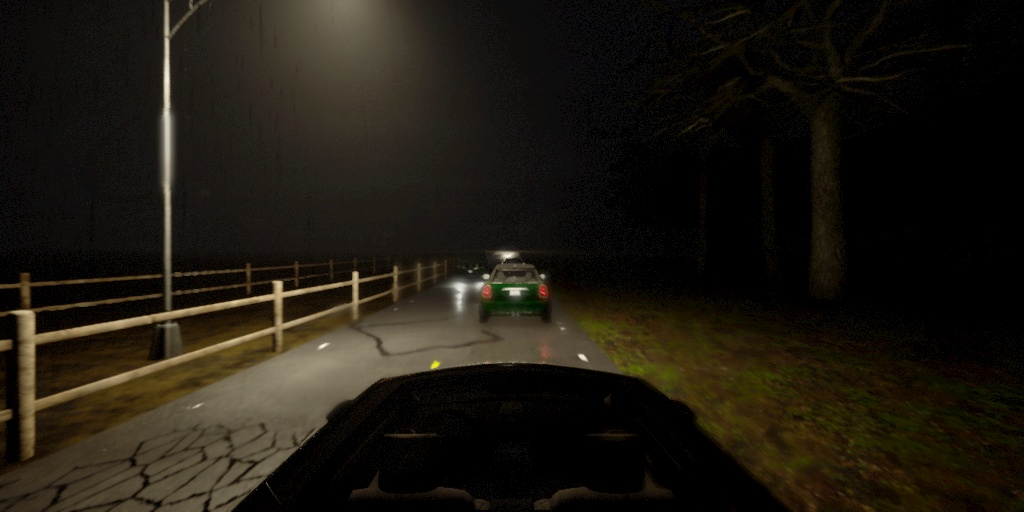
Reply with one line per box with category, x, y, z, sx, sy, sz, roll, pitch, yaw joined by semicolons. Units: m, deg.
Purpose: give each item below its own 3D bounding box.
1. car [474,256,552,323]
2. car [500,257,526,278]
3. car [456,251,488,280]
car;0.097;1.030;12.027;2.097;1.767;4.553;0;1;0
car;0.092;0.893;30.173;2.033;1.411;5.357;0;1;0
car;-2.759;0.641;26.662;2.150;2.045;5.566;0;1;0
